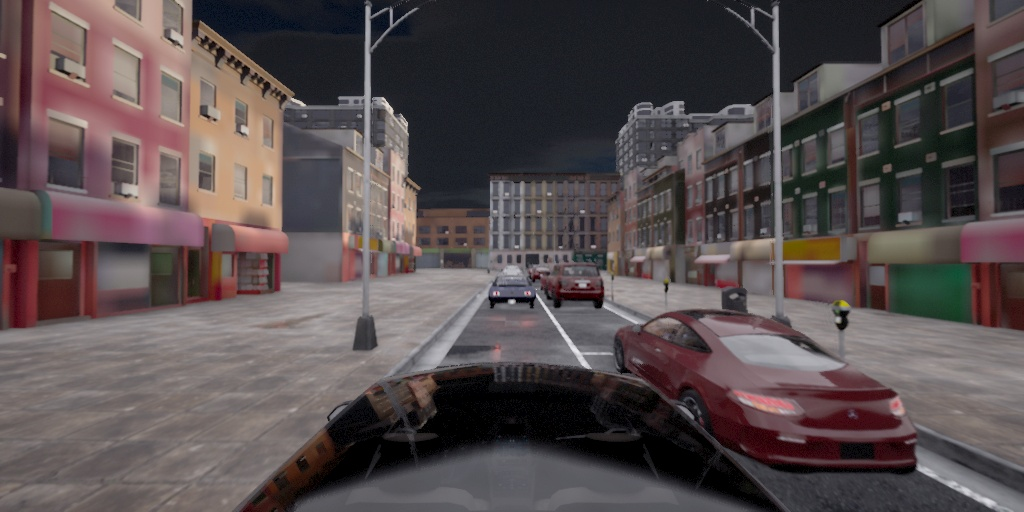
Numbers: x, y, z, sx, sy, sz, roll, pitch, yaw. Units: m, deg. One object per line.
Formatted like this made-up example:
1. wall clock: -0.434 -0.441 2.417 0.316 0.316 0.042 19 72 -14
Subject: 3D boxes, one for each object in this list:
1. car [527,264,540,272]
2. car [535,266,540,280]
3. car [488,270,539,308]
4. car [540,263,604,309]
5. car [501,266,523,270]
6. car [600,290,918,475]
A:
1. car: 2.640 1.600 32.328 1.888 1.381 4.507 0 0 0
2. car: 2.640 1.487 21.322 1.888 1.381 4.507 0 0 0
3. car: 0.002 1.489 15.967 1.895 1.301 4.718 0 -1 0
4. car: 2.640 1.201 15.818 2.192 1.841 5.009 0 0 0
5. car: 0.005 1.570 31.235 1.812 1.442 4.674 0 0 0
6. car: 2.639 1.361 4.812 1.802 1.307 4.207 0 0 0
